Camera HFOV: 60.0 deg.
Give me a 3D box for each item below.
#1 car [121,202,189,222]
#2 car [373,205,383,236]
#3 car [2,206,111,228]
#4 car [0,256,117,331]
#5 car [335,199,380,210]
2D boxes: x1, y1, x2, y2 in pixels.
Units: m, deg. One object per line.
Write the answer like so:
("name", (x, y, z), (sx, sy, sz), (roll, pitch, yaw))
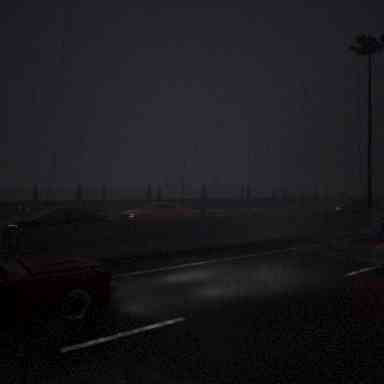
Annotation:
("car", (-2.567, 1.479, 23.665), (5.008, 1.535, 1.882), (0, 0, -36))
("car", (10.943, 1.479, 15.868), (5.008, 1.535, 1.882), (0, 0, -36))
("car", (-6.576, 1.479, 16.501), (5.008, 1.535, 1.882), (0, 0, -36))
("car", (-3.709, 1.601, 5.409), (4.718, 1.301, 1.895), (0, 0, -35))
("car", (13.271, 1.354, 26.363), (4.553, 1.767, 2.097), (0, 0, -35))
